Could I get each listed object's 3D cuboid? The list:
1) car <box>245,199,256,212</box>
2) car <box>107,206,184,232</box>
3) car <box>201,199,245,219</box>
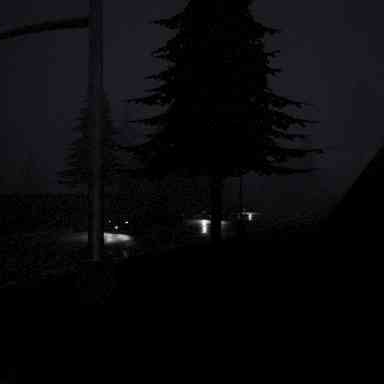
[{"bbox_3d":[6.459,1.547,38.985,2.033,1.411,5.357,0,0,16],"label":"car"},{"bbox_3d":[-2.629,1.547,20.380,2.033,1.411,5.357,0,0,35],"label":"car"},{"bbox_3d":[2.691,1.547,29.248,2.033,1.411,5.357,0,0,26],"label":"car"}]
